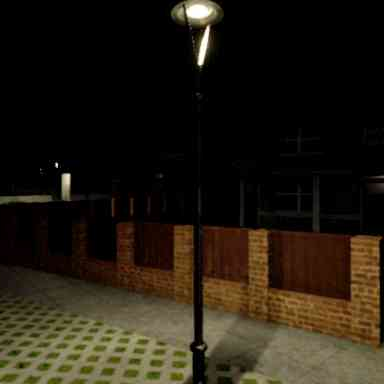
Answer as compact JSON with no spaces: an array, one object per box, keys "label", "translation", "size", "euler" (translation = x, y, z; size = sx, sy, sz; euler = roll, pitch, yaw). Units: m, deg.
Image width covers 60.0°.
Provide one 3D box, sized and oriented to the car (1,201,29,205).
[{"label":"car","translation":[-12.039,1.367,22.706],"size":[2.033,1.411,5.357],"euler":[0,2,39]}]
